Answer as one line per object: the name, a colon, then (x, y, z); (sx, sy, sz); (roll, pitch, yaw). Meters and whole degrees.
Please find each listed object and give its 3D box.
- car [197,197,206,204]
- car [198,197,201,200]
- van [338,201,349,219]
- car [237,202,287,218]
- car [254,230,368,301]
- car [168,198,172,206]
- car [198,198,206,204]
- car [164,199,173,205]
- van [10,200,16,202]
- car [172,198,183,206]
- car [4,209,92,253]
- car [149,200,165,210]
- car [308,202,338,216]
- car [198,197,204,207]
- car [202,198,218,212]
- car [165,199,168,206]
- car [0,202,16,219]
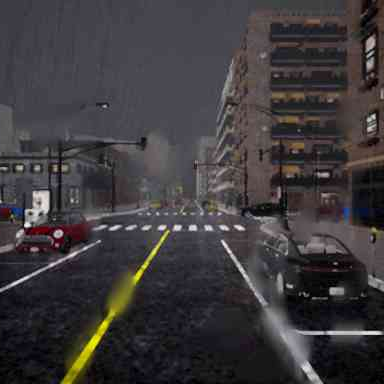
car: (2.660, 2.288, 92.087); (2.192, 1.841, 5.009); (0, -1, 0)
car: (2.663, 2.391, 80.691); (2.008, 1.369, 4.403); (0, -1, 0)
van: (14.753, 1.550, 27.621); (3.998, 1.788, 1.690); (0, -1, 0)
car: (6.916, 1.815, 33.248); (4.892, 1.490, 1.837); (-1, -1, 0)
car: (2.693, 1.631, 8.363); (2.008, 1.369, 4.403); (0, -1, 0)
car: (-5.713, 2.257, 69.300); (1.887, 1.381, 4.507); (0, -1, 0)
car: (2.661, 2.347, 86.389); (1.967, 1.590, 4.097); (0, -1, 0)
car: (-5.718, 2.391, 80.692); (2.008, 1.369, 4.403); (0, -1, 0)
van: (-17.672, 1.761, 35.745); (3.998, 1.788, 1.690); (0, -1, 0)
car: (-3.030, 2.256, 75.177); (1.882, 1.535, 5.008); (0, -1, 0)
car: (-5.689, 1.575, 14.045); (1.967, 1.590, 4.097); (0, -1, 0)
car: (-5.706, 2.050, 52.041); (1.752, 1.417, 4.829); (0, -1, 0)
car: (14.706, 1.798, 35.998); (4.097, 1.590, 1.967); (0, -1, 0)
car: (2.670, 2.215, 63.602); (1.947, 1.339, 4.313); (0, -1, 0)
car: (2.678, 1.993, 46.683); (1.752, 1.417, 4.829); (0, -1, 0)
car: (-5.708, 2.132, 57.907); (1.887, 1.381, 4.507); (0, -1, 0)
car: (-20.076, 1.915, 33.036); (4.181, 1.385, 1.994); (0, -1, 0)
